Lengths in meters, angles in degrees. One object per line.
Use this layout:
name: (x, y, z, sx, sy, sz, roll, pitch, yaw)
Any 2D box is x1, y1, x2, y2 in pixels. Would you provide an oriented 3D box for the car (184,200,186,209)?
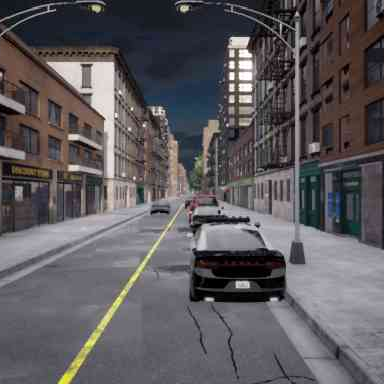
car: (-0.058, 1.548, 46.482, 1.837, 1.490, 4.892, 0, 0, 0)

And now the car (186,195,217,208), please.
car: (0.863, 1.239, 24.348, 2.150, 2.045, 5.566, 0, 0, 0)

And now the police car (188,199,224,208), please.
police car: (0.872, 1.434, 18.427, 1.930, 1.638, 5.238, 0, 0, 0)

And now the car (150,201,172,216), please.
car: (-3.051, 1.572, 33.436, 2.033, 1.411, 5.357, 0, 0, 0)

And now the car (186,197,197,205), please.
car: (-0.092, 1.630, 59.873, 1.994, 1.385, 4.181, 0, 0, 0)

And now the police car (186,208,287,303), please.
police car: (0.887, 1.427, 8.427, 1.930, 1.638, 5.238, 0, 0, 0)
